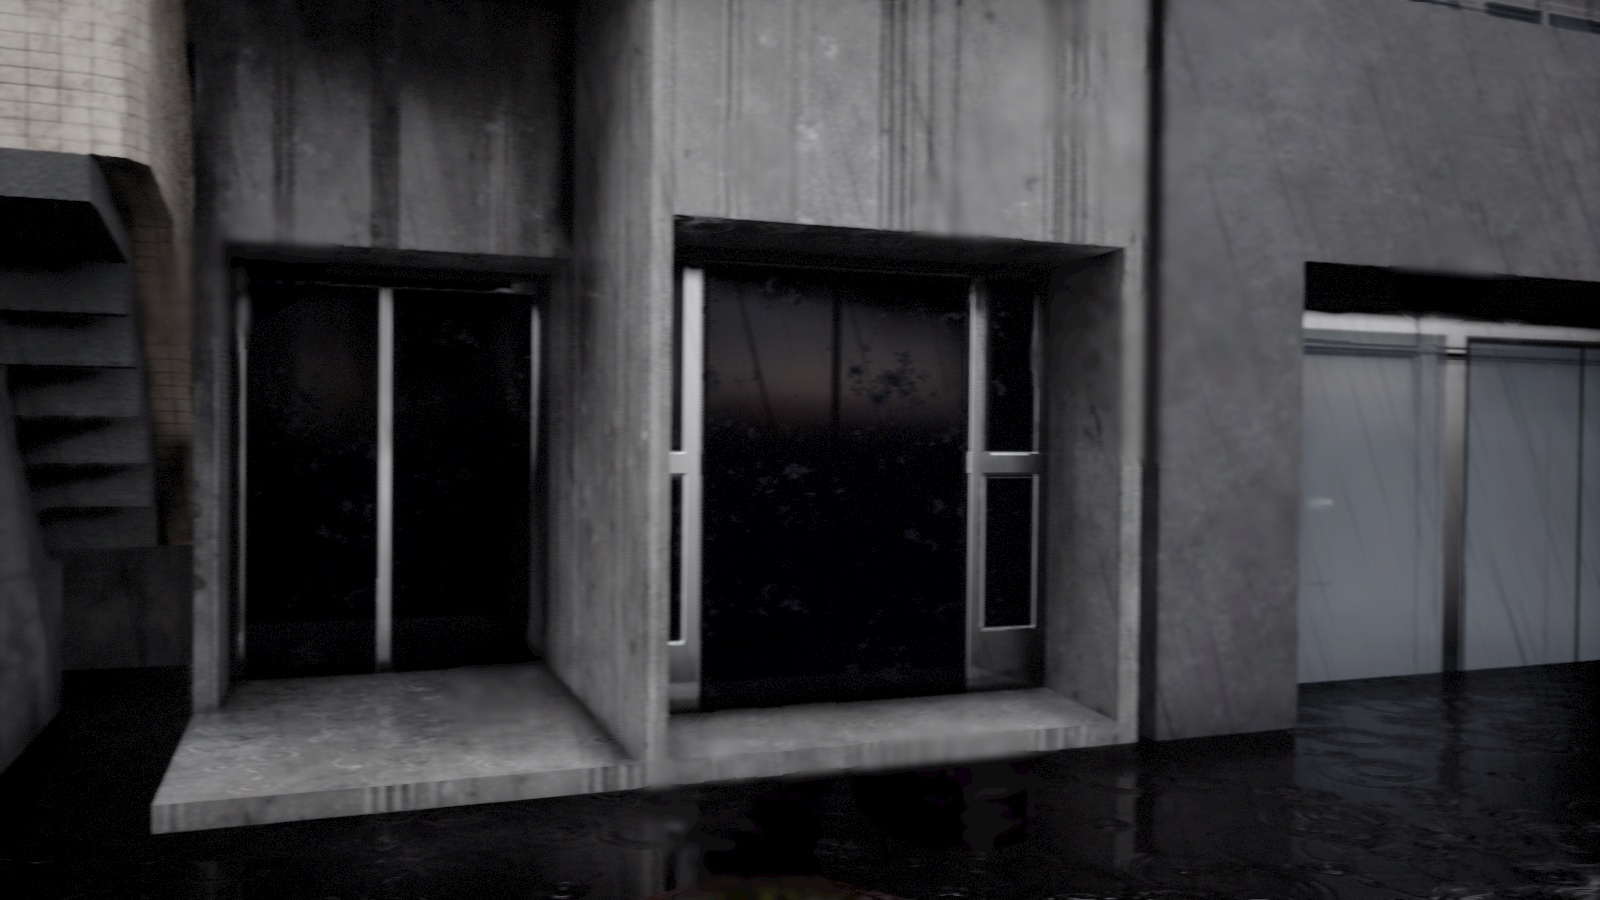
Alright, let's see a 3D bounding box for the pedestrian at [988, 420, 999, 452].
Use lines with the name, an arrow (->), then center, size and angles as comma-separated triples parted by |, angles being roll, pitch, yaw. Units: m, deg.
pedestrian -> 11.138, -0.790, 72.364 | 0.331, 1.846, 0.634 | -1, 1, -22
